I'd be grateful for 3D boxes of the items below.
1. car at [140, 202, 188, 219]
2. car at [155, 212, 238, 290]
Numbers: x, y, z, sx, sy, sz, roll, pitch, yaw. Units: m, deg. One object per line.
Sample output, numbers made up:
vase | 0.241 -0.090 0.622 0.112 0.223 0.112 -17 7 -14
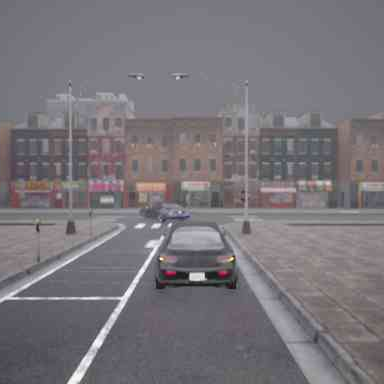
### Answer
car | -2.142 1.438 24.974 2.033 1.411 5.357 0 1 -31
car | 0.078 1.483 8.832 1.812 1.442 4.674 0 0 -1
